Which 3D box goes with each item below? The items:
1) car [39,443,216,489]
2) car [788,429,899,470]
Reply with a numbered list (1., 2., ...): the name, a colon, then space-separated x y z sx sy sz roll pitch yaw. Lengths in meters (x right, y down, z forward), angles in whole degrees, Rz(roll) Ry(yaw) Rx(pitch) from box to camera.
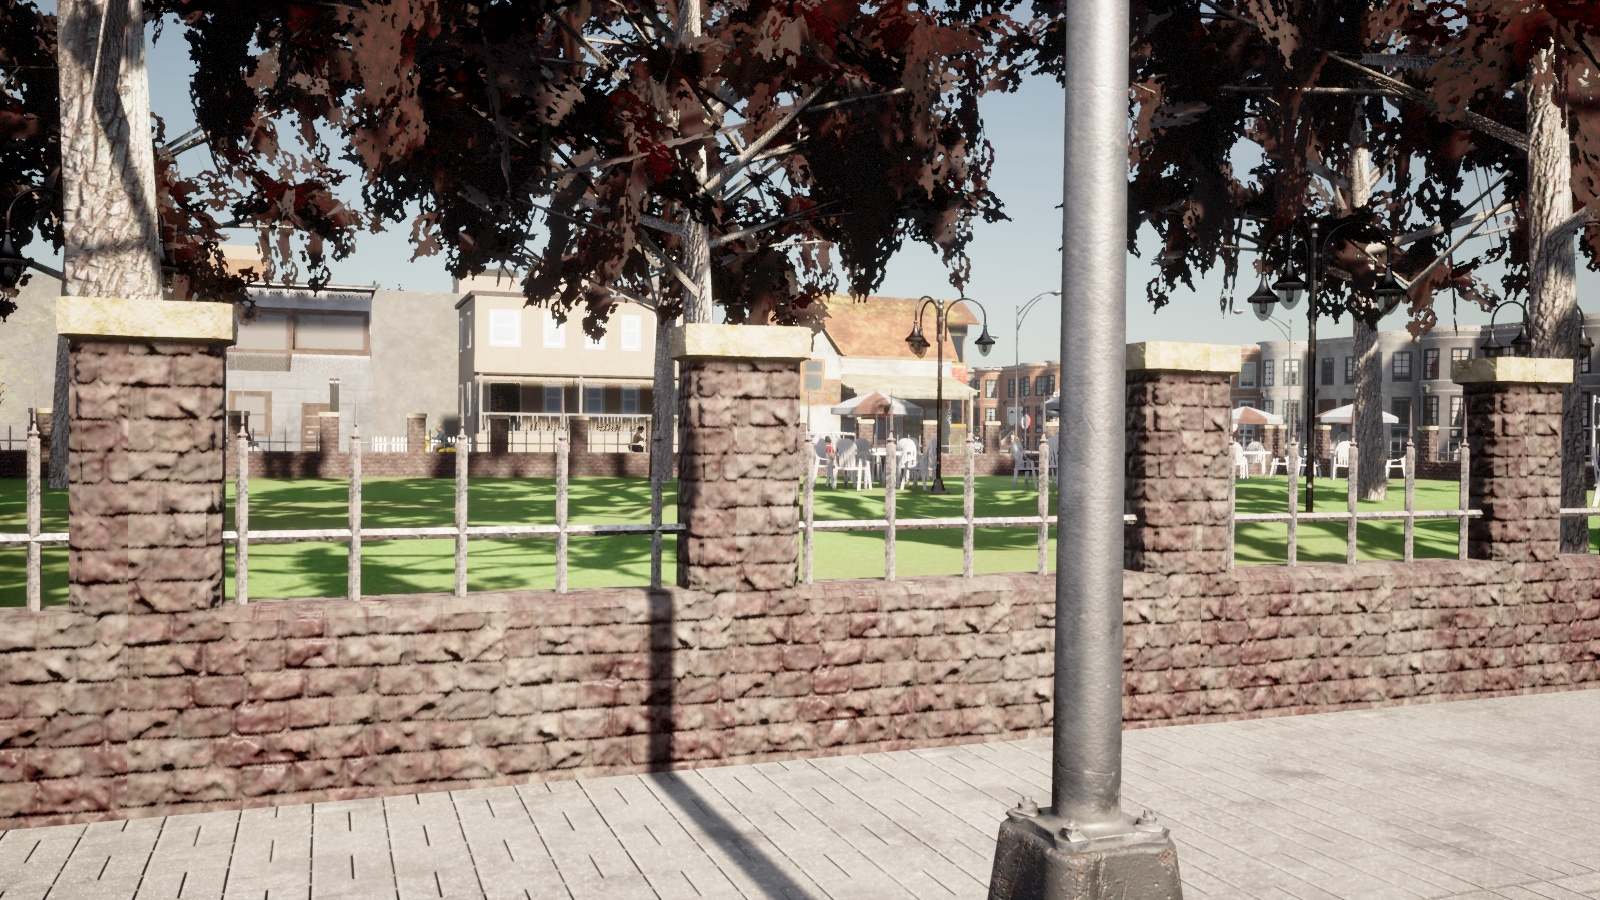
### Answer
1. car: -21.226 0.479 39.870 4.718 1.301 1.895 -1 1 -21
2. car: 1.676 -0.044 48.533 3.806 1.475 1.970 -1 1 -21
